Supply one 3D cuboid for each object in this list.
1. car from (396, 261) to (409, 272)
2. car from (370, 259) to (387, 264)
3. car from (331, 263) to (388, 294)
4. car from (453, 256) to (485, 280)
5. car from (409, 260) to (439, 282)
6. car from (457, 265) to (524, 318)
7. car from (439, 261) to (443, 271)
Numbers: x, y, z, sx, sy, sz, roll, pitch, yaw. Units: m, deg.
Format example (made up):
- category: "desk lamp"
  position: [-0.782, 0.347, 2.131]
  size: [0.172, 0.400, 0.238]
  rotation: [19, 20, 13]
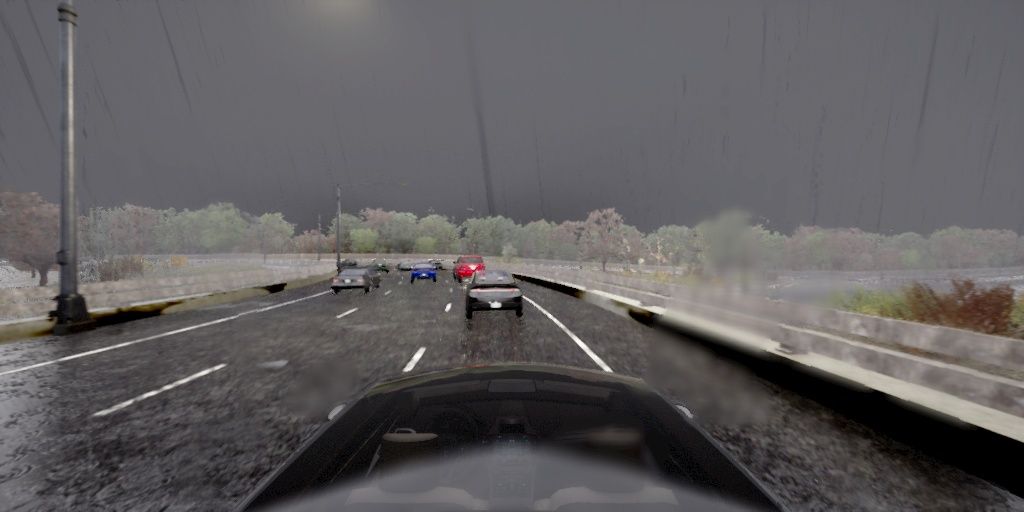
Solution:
- category: "car"
  position: [-14.690, 1.402, 49.314]
  size: [1.994, 1.385, 4.181]
  rotation: [0, 0, -25]
- category: "car"
  position: [-17.642, 1.206, 47.396]
  size: [2.097, 1.767, 4.553]
  rotation: [0, 0, -25]
- category: "car"
  position: [-8.941, 1.350, 21.007]
  size: [2.033, 1.411, 5.357]
  rotation: [0, 0, -11]
- category: "car"
  position: [-3.496, 0.995, 29.000]
  size: [2.150, 2.045, 5.566]
  rotation: [0, 0, -14]
- category: "car"
  position: [-7.327, 1.272, 29.671]
  size: [1.882, 1.535, 5.008]
  rotation: [0, 0, -15]
- category: "car"
  position: [-0.735, 1.248, 13.065]
  size: [2.128, 1.511, 4.902]
  rotation: [0, 0, -6]
- category: "car"
  position: [-10.902, 1.321, 49.544]
  size: [1.837, 1.490, 4.892]
  rotation: [0, 0, -25]
